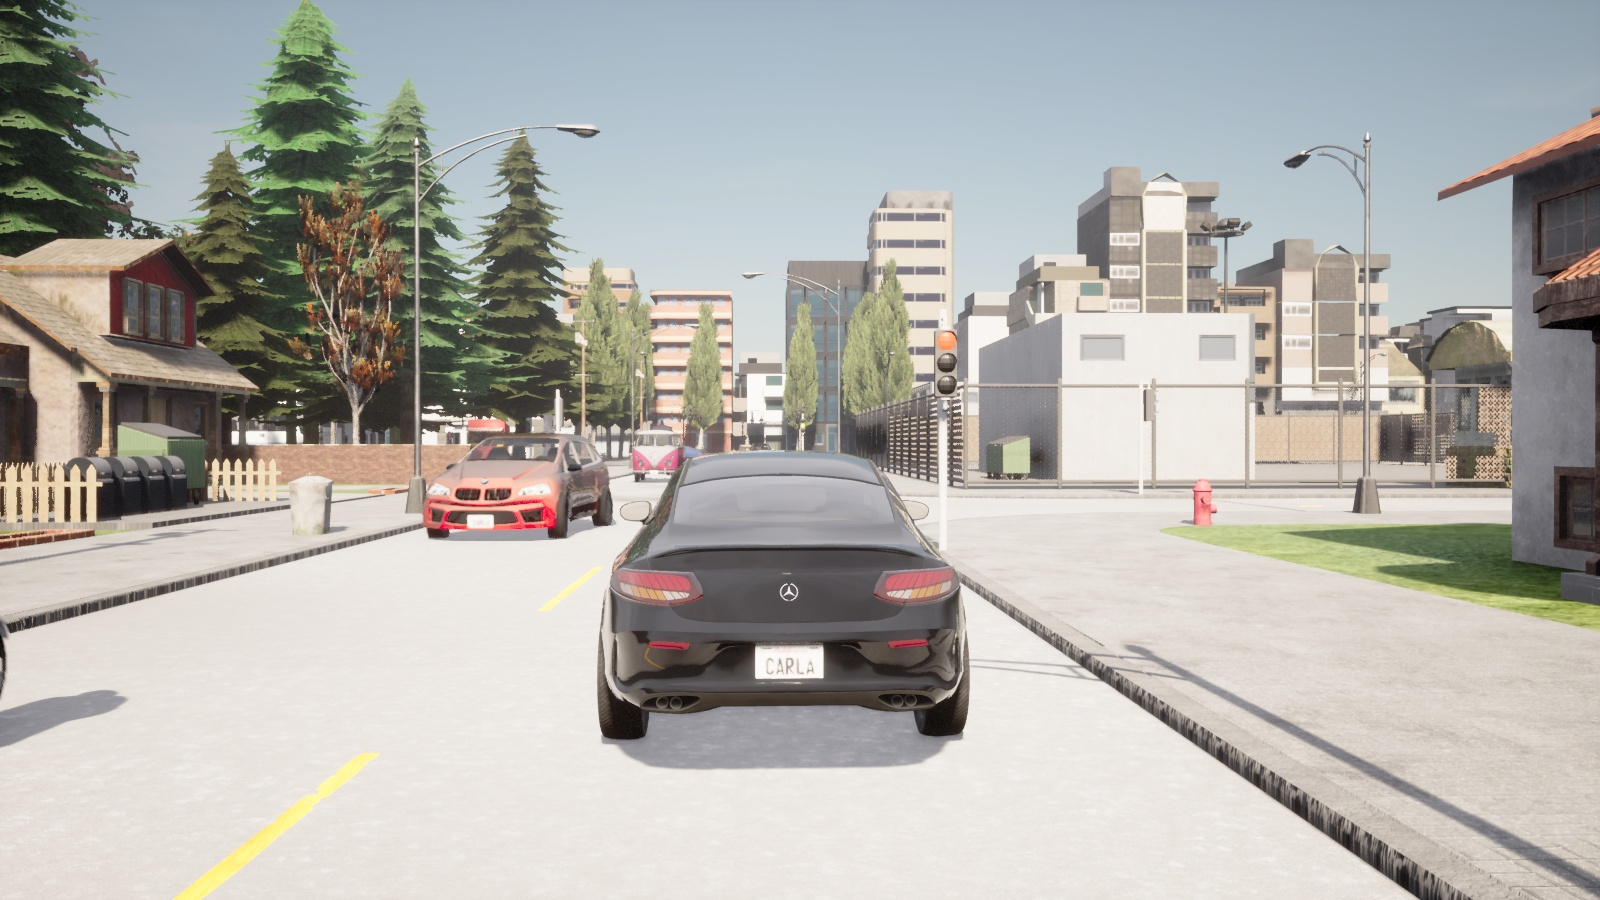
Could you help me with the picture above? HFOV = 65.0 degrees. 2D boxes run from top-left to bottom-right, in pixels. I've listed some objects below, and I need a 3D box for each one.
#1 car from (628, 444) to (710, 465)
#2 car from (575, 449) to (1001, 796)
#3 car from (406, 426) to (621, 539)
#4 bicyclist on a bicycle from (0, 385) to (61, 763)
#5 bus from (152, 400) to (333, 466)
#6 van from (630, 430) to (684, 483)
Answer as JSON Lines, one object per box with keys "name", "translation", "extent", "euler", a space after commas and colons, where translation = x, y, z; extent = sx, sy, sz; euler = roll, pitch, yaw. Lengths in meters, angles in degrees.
{"name": "car", "translation": [-9.183, 0.289, 88.175], "extent": [5.357, 1.411, 2.033], "euler": [0, 0, 14]}
{"name": "car", "translation": [-0.142, 0.729, 7.674], "extent": [1.812, 1.442, 4.674], "euler": [0, 0, -2]}
{"name": "car", "translation": [-4.596, 0.469, 20.956], "extent": [2.242, 1.667, 4.611], "euler": [0, 0, 4]}
{"name": "bicyclist on a bicycle", "translation": [-4.078, 0.583, 5.487], "extent": [0.659, 1.776, 1.843], "euler": [0, 0, -2]}
{"name": "bus", "translation": [-36.825, -1.130, 83.327], "extent": [10.273, 4.253, 3.944], "euler": [0, 0, -2]}
{"name": "van", "translation": [-5.522, 0.218, 49.039], "extent": [1.775, 1.987, 4.442], "euler": [0, 0, -2]}
